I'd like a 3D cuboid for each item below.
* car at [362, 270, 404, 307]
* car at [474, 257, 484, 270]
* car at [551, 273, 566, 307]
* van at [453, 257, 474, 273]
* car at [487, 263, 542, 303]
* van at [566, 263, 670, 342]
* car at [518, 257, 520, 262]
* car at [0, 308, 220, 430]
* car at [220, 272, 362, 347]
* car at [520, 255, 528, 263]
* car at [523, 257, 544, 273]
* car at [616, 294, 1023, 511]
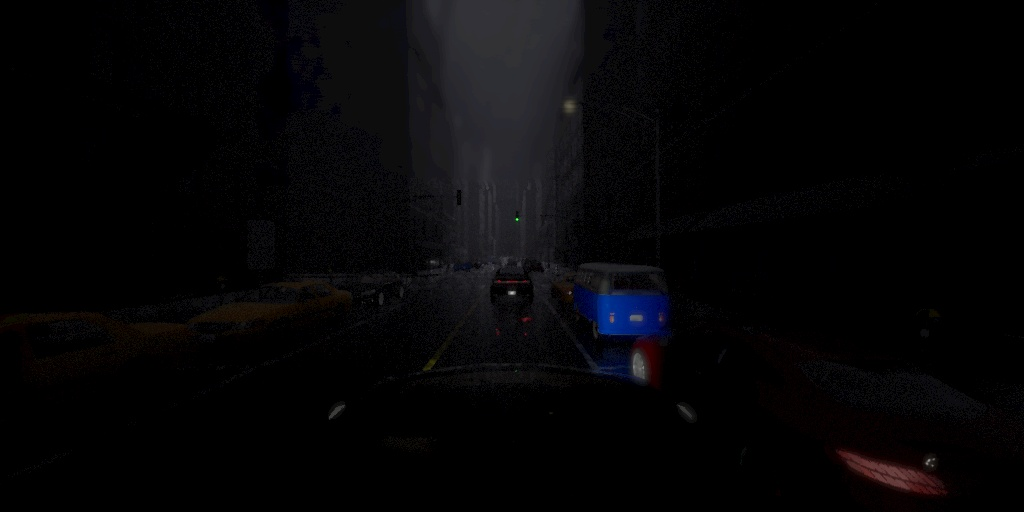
[{"bbox_3d":[-5.857,1.294,15.159,2.007,1.370,4.403,0,0,0],"label":"car"},{"bbox_3d":[-5.857,1.034,53.528,2.192,1.841,5.009,0,0,0],"label":"car"},{"bbox_3d":[2.668,1.269,15.347,1.751,1.417,4.829,0,0,0],"label":"car"},{"bbox_3d":[-5.857,1.070,42.355,1.690,1.789,3.998,0,0,0],"label":"van"},{"bbox_3d":[0.000,1.239,16.499,2.128,1.511,4.902,0,0,0],"label":"car"},{"bbox_3d":[2.668,1.087,9.508,1.690,1.789,3.998,0,0,0],"label":"van"},{"bbox_3d":[2.668,1.253,64.714,2.007,1.370,4.403,0,0,0],"label":"car"},{"bbox_3d":[-5.857,1.274,3.653,1.751,1.417,4.829,0,0,0],"label":"car"},{"bbox_3d":[-5.857,1.272,9.322,1.751,1.417,4.829,0,0,0],"label":"car"},{"bbox_3d":[2.668,1.034,53.544,2.192,1.841,5.009,0,0,0],"label":"car"},{"bbox_3d":[2.668,1.169,42.373,1.967,1.591,4.097,0,0,0],"label":"car"},{"bbox_3d":[2.668,1.330,3.838,1.802,1.307,4.207,0,0,0],"label":"car"}]
